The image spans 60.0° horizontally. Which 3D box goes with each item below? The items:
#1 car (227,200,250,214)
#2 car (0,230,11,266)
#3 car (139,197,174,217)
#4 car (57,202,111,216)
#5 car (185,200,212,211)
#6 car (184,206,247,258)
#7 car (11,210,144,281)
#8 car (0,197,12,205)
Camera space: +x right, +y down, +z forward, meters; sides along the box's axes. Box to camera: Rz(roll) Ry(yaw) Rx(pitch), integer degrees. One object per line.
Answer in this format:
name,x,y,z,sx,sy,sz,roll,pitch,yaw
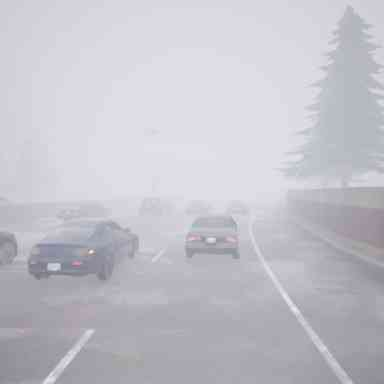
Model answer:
car,4.390,1.457,31.744,1.994,1.385,4.181,0,0,14
car,-6.476,1.438,8.472,2.128,1.511,4.902,0,0,4
car,-3.179,1.226,30.227,2.097,1.767,4.553,0,0,13
car,-7.920,1.426,24.971,2.033,1.411,5.357,0,0,11
car,0.702,1.446,31.402,1.994,1.385,4.181,0,0,14
car,0.859,1.501,12.664,2.033,1.411,5.357,0,0,6
car,-2.893,1.479,9.670,1.812,1.442,4.674,0,0,4
car,-17.946,1.183,29.035,2.097,1.767,4.553,0,0,12
